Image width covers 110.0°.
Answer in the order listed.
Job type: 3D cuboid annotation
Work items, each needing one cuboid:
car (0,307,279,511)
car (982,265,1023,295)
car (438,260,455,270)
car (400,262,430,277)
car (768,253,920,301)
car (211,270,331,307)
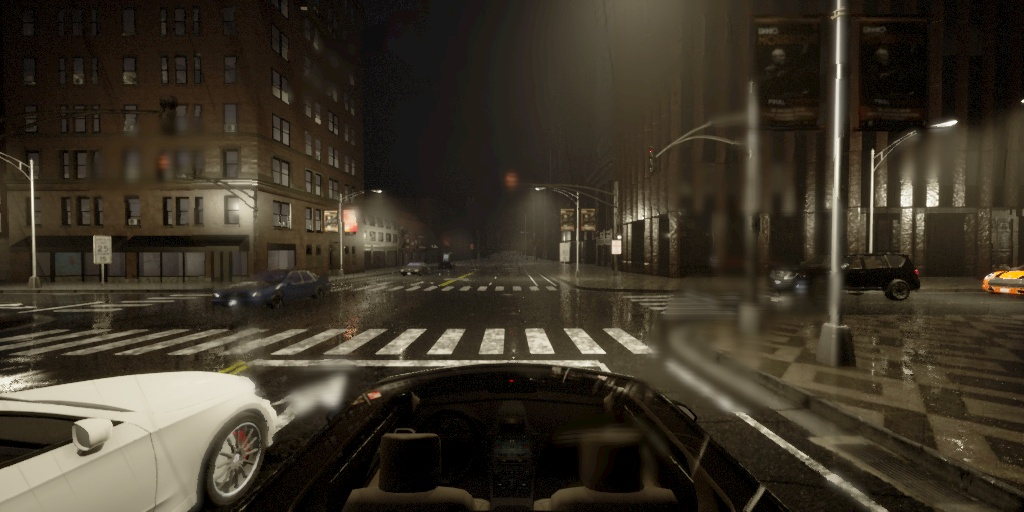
[{"bbox_3d":[-3.159,1.276,1.403,1.812,1.442,4.674,0,0,2],"label":"car"},{"bbox_3d":[24.541,0.961,16.231,4.553,1.767,2.097,0,1,0],"label":"car"},{"bbox_3d":[-9.656,1.317,52.983,1.994,1.385,4.181,0,0,1],"label":"car"},{"bbox_3d":[-9.730,1.302,36.529,2.033,1.411,5.357,0,0,0],"label":"car"},{"bbox_3d":[14.871,0.868,16.224,5.566,2.045,2.150,0,1,1],"label":"car"},{"bbox_3d":[-9.806,1.296,15.300,2.033,1.411,5.357,0,0,0],"label":"car"}]
